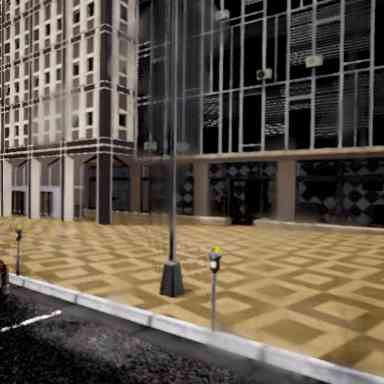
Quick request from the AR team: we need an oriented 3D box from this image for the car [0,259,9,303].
[{"bbox_3d":[-5.350,1.553,6.651,4.313,1.339,1.947,0,1,35],"label":"car"}]
